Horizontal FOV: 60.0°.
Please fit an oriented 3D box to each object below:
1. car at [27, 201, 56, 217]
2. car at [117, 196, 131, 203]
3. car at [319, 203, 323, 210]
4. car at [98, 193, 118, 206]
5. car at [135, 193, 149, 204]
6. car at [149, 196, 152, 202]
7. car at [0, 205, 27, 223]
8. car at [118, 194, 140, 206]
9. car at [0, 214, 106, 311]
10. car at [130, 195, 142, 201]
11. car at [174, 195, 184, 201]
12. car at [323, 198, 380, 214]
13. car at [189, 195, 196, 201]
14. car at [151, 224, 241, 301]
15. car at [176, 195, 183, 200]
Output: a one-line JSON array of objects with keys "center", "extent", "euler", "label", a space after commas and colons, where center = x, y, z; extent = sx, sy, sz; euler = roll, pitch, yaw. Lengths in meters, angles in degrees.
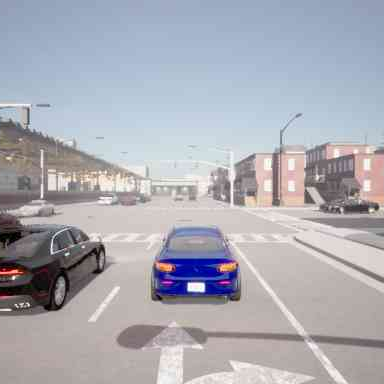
[{"center": [-14.051, 1.525, 30.345], "extent": [1.812, 1.442, 4.674], "euler": [0, 0, 0], "label": "car"}, {"center": [-13.888, 1.554, 68.188], "extent": [1.994, 1.385, 4.181], "euler": [0, 0, 0], "label": "car"}, {"center": [17.082, 1.505, 38.028], "extent": [4.892, 1.490, 1.837], "euler": [0, 0, 0], "label": "car"}, {"center": [-13.997, 1.214, 55.687], "extent": [2.150, 2.045, 5.566], "euler": [0, 1, 0], "label": "car"}, {"center": [-10.424, 1.222, 65.454], "extent": [2.150, 2.045, 5.566], "euler": [0, 0, 1], "label": "car"}, {"center": [-10.375, 1.540, 76.144], "extent": [2.033, 1.411, 5.357], "euler": [0, 0, 0], "label": "car"}, {"center": [-10.572, 1.564, 16.893], "extent": [1.994, 1.385, 4.181], "euler": [0, 0, 0], "label": "car"}, {"center": [-10.497, 1.477, 55.569], "extent": [1.882, 1.535, 5.008], "euler": [0, 0, 0], "label": "car"}, {"center": [-3.416, 1.505, 7.761], "extent": [1.837, 1.490, 4.892], "euler": [0, 0, 0], "label": "car"}, {"center": [-13.865, 1.512, 82.273], "extent": [2.128, 1.511, 4.902], "euler": [0, 0, 0], "label": "car"}, {"center": [-3.366, 1.595, 82.083], "extent": [1.895, 1.301, 4.718], "euler": [0, 0, 0], "label": "car"}, {"center": [16.779, 1.491, 34.521], "extent": [4.902, 1.511, 2.128], "euler": [0, 0, 0], "label": "car"}, {"center": [0.134, 1.500, 81.583], "extent": [1.837, 1.490, 4.892], "euler": [0, 0, 0], "label": "car"}, {"center": [0.091, 1.526, 8.219], "extent": [1.812, 1.442, 4.674], "euler": [0, 0, 0], "label": "car"}, {"center": [-3.349, 1.524, 92.129], "extent": [1.812, 1.442, 4.674], "euler": [0, 0, 0], "label": "car"}]
